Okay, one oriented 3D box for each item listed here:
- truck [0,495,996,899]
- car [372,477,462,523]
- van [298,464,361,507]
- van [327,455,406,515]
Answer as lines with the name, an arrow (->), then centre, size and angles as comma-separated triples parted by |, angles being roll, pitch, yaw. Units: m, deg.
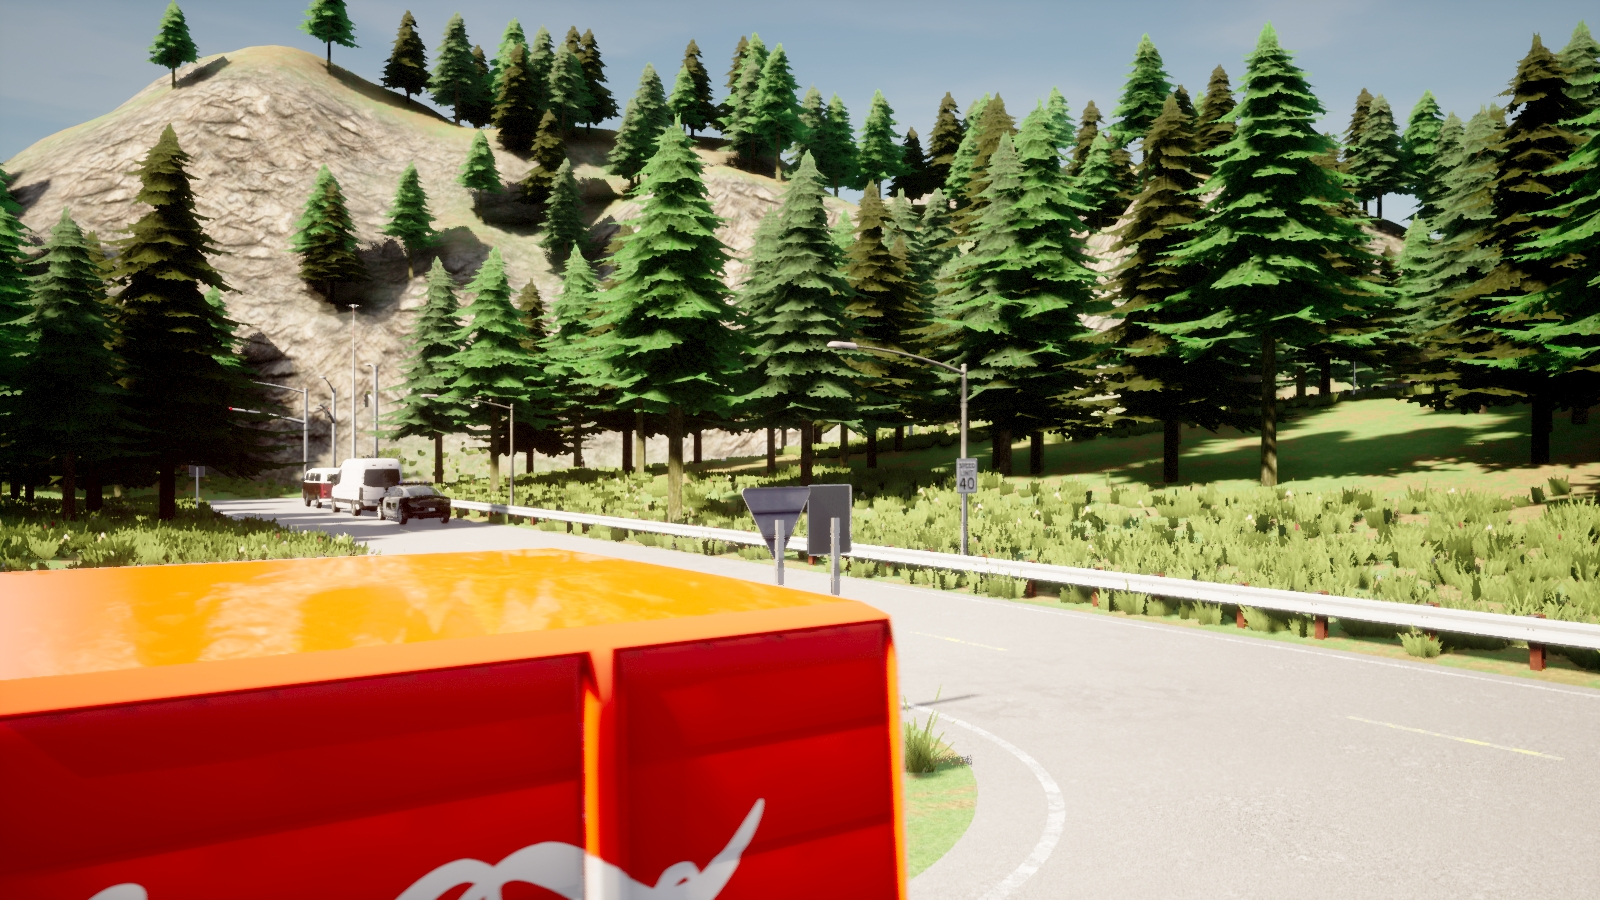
truck -> -2.449, 1.425, 2.119 | 5.204, 2.467, 2.627 | 0, 0, -35
car -> -15.723, 1.982, 46.760 | 2.097, 1.638, 5.238 | 0, 0, -35
van -> -24.143, 1.782, 58.581 | 2.069, 2.038, 4.480 | 0, 0, -35
van -> -20.079, 1.534, 52.765 | 1.988, 2.561, 5.915 | 0, 0, -35
